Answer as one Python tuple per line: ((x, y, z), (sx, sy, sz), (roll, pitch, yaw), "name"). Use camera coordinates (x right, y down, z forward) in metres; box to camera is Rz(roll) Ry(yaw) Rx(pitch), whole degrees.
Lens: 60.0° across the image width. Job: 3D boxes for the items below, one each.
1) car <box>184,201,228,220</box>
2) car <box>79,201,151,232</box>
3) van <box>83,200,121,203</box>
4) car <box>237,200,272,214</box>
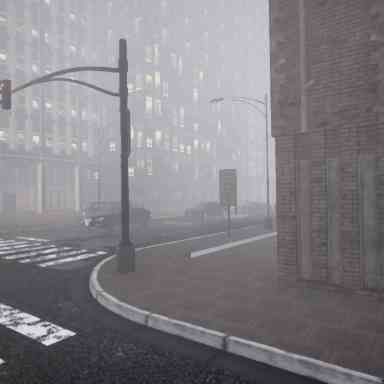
((1.297, 1.563, 29.228), (1.882, 1.535, 5.008), (-1, -1, 36), "car")
((-4.633, 1.558, 20.983), (2.128, 1.511, 4.902), (-1, -1, 34), "car")
((-6.008, 1.460, 23.498), (1.690, 1.788, 3.998), (-2, -1, 36), "van")
((7.254, 1.707, 37.514), (1.895, 1.301, 4.718), (-1, -1, 36), "car")
